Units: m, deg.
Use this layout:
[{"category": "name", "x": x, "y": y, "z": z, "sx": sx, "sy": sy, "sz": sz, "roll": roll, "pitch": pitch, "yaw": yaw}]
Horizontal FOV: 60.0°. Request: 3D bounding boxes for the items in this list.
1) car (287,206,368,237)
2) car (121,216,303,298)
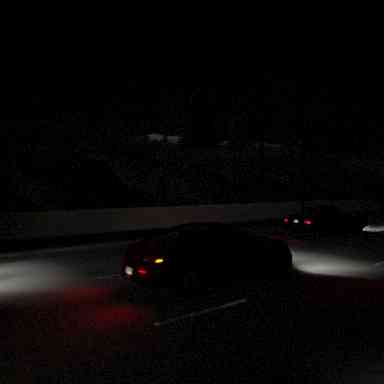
[{"category": "car", "x": 7.013, "y": 1.431, "z": 17.346, "sx": 5.357, "sy": 1.411, "sz": 2.033, "roll": -1, "pitch": 0, "yaw": -35}, {"category": "car", "x": 0.526, "y": 1.487, "z": 8.420, "sx": 4.674, "sy": 1.442, "sz": 1.812, "roll": -1, "pitch": 0, "yaw": -36}]
